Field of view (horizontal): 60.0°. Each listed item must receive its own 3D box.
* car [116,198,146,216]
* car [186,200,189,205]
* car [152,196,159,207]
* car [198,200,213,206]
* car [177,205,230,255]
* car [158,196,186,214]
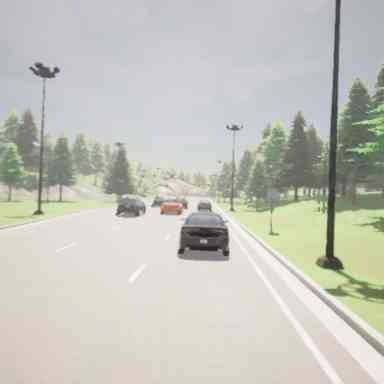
[{"bbox_3d":[-5.771,1.336,32.193,2.097,1.767,4.553,2,0,2],"label":"car"},{"bbox_3d":[-1.642,1.594,50.164,2.097,1.767,4.553,2,0,3],"label":"car"},{"bbox_3d":[-4.974,1.491,53.217,2.097,1.767,4.553,2,0,2],"label":"car"},{"bbox_3d":[1.682,1.820,44.260,2.128,1.511,4.902,2,0,2],"label":"car"},{"bbox_3d":[0.526,1.582,14.061,1.882,1.535,5.008,2,0,2],"label":"car"},{"bbox_3d":[-2.137,1.495,36.720,2.097,1.767,4.553,2,0,3],"label":"car"}]
